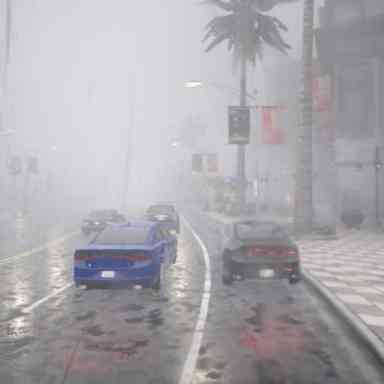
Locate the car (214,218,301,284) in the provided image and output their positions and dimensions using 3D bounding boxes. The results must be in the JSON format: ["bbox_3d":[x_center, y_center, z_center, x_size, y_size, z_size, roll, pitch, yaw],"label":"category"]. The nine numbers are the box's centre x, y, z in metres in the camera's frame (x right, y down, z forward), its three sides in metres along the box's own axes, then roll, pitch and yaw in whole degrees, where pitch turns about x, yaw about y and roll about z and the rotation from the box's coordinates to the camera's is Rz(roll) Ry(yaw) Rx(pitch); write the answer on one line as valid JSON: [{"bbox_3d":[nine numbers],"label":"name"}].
[{"bbox_3d":[1.723,1.526,9.628,1.837,1.490,4.892,-1,0,2],"label":"car"}]

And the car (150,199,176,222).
[{"bbox_3d":[-2.572,1.546,29.729,2.097,1.767,4.553,-1,0,-4],"label":"car"}]

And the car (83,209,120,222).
[{"bbox_3d":[-5.221,1.735,20.159,2.033,1.411,5.357,-1,0,-4],"label":"car"}]

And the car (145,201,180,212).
[{"bbox_3d":[-1.817,1.486,20.342,2.097,1.767,4.553,-1,0,-3],"label":"car"}]

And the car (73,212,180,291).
[{"bbox_3d":[-1.547,1.551,9.294,1.882,1.535,5.008,-1,0,4],"label":"car"}]
